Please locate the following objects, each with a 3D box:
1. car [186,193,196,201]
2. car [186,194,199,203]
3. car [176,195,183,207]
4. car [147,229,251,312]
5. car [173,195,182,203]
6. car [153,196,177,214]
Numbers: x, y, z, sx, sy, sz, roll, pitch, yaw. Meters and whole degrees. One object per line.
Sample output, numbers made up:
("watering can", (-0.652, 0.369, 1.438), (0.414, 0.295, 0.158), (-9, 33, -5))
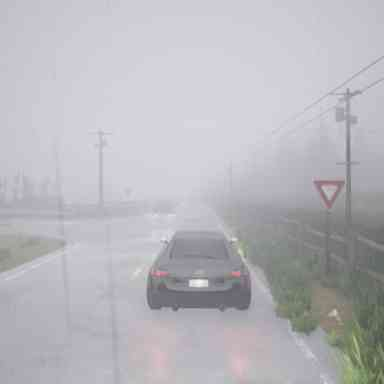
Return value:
("car", (-0.293, 1.141, 78.065), (2.097, 1.767, 4.553), (0, 0, -5))
("car", (0.307, 1.311, 68.003), (2.097, 1.767, 4.553), (0, 0, -3))
("car", (-2.731, 1.326, 48.834), (2.097, 1.767, 4.553), (0, 0, 0))
("car", (0.161, 1.559, 7.800), (1.994, 1.385, 4.181), (0, 0, 1))
("car", (-2.888, 1.465, 67.479), (1.837, 1.490, 4.892), (0, 0, -2))
("car", (-2.926, 1.484, 35.140), (1.837, 1.490, 4.892), (0, 0, 2))
